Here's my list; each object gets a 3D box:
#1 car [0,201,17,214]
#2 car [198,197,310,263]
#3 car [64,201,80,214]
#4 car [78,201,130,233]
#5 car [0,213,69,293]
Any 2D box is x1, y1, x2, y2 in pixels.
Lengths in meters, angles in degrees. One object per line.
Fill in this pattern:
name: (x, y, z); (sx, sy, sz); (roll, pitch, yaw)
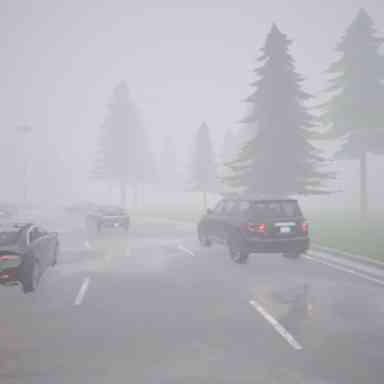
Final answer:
car: (-17.736, 1.801, 29.646); (4.181, 1.385, 1.994); (-1, 0, 40)
car: (1.925, 1.181, 12.086); (2.150, 2.045, 5.566); (0, 0, -16)
car: (-11.170, 1.627, 33.536); (4.902, 1.511, 2.128); (-1, 0, 44)
car: (-5.202, 1.552, 20.080); (2.128, 1.511, 4.902); (-1, 0, -28)
car: (-4.781, 1.555, 8.801); (2.128, 1.511, 4.902); (-1, 0, -13)
